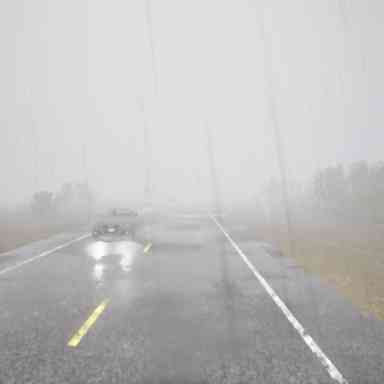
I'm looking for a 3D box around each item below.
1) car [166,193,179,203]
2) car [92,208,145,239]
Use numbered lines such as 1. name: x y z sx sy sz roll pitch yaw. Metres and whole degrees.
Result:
1. car: -3.504 1.029 59.413 2.097 1.767 4.553 0 0 1
2. car: -3.591 1.492 16.757 1.994 1.385 4.181 0 0 0
